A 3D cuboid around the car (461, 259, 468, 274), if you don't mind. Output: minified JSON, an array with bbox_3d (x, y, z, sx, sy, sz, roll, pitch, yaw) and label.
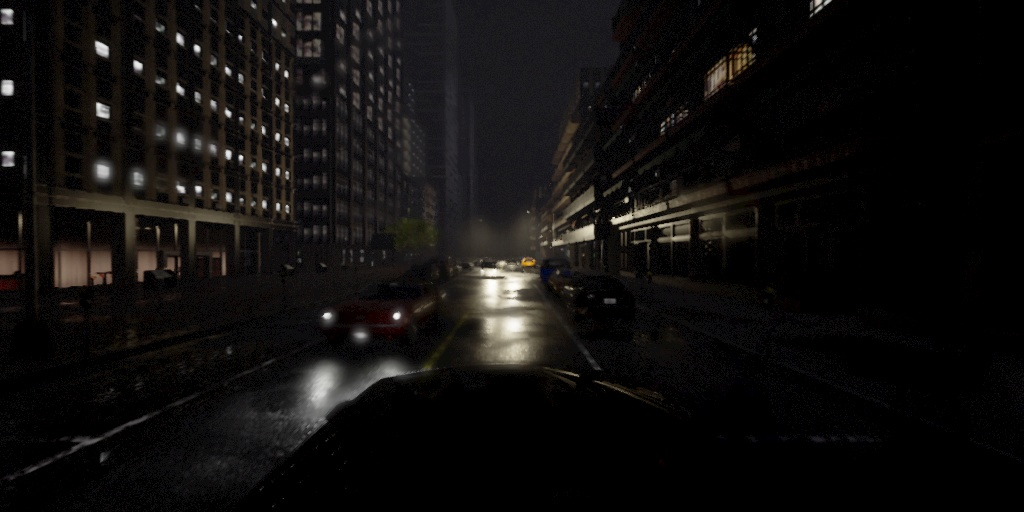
[{"bbox_3d":[-5.694,1.142,34.004,2.007,1.370,4.403,0,0,0],"label":"car"}]

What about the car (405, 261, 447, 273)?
[{"bbox_3d":[-5.693,1.208,22.959,1.948,1.339,4.313,0,0,0],"label":"car"}]

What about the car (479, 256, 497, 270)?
[{"bbox_3d":[-3.081,1.005,48.586,1.882,1.535,5.008,0,0,0],"label":"car"}]

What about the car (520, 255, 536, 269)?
[{"bbox_3d":[2.357,0.991,51.945,1.882,1.535,5.008,0,0,0],"label":"car"}]

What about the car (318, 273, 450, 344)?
[{"bbox_3d":[-3.091,1.310,9.553,1.895,1.301,4.718,0,0,0],"label":"car"}]

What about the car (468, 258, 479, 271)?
[{"bbox_3d":[-5.694,1.093,45.049,2.007,1.370,4.403,0,0,0],"label":"car"}]

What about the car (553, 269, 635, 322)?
[{"bbox_3d":[2.689,1.262,11.913,1.948,1.339,4.313,0,0,0],"label":"car"}]

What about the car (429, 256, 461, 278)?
[{"bbox_3d":[-5.693,0.931,28.480,2.192,1.841,5.009,0,0,0],"label":"car"}]

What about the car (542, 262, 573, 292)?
[{"bbox_3d":[2.689,1.194,17.605,1.751,1.417,4.829,0,0,0],"label":"car"}]

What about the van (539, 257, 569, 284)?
[{"bbox_3d":[2.688,0.983,22.958,1.690,1.789,3.998,0,0,0],"label":"van"}]
